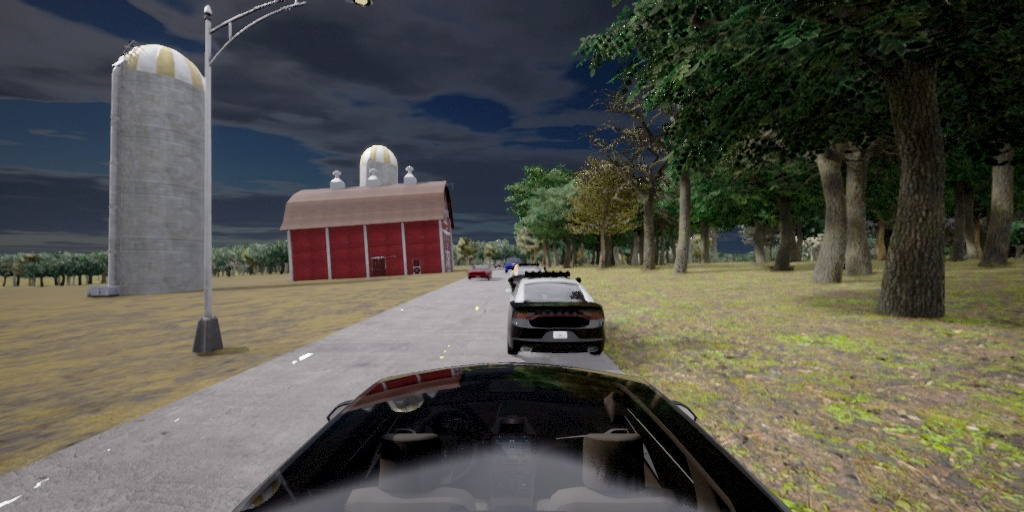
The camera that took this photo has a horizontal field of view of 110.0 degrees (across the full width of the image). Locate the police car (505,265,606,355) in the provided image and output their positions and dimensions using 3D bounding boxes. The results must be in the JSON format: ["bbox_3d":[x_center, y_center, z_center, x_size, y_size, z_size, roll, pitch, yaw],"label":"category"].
[{"bbox_3d":[0.850,1.176,8.836,1.930,1.638,5.238,0,0,0],"label":"police car"}]

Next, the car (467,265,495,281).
[{"bbox_3d":[-2.744,1.455,31.298,1.895,1.301,4.718,0,0,0],"label":"car"}]

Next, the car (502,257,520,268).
[{"bbox_3d":[0.200,1.191,47.316,2.150,2.045,5.566,0,0,0],"label":"car"}]

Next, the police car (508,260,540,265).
[{"bbox_3d":[0.885,1.203,18.840,1.930,1.638,5.238,0,0,0],"label":"police car"}]
